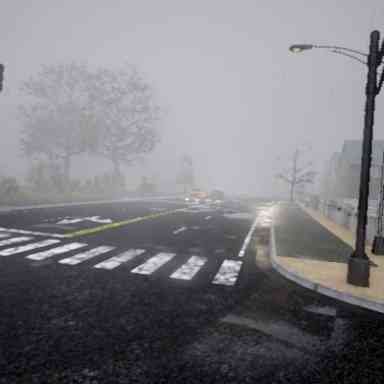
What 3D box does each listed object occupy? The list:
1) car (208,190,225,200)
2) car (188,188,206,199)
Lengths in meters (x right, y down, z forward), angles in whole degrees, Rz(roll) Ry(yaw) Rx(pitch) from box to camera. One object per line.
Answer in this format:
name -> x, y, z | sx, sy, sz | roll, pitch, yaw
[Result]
car -> 3.954, 0.451, 51.617 | 1.812, 1.442, 4.674 | 4, 2, 16
car -> 0.844, 0.181, 52.525 | 1.882, 1.535, 5.008 | 4, 2, 16
